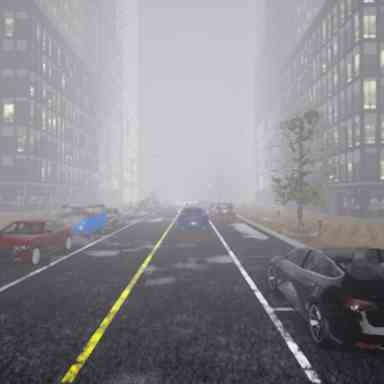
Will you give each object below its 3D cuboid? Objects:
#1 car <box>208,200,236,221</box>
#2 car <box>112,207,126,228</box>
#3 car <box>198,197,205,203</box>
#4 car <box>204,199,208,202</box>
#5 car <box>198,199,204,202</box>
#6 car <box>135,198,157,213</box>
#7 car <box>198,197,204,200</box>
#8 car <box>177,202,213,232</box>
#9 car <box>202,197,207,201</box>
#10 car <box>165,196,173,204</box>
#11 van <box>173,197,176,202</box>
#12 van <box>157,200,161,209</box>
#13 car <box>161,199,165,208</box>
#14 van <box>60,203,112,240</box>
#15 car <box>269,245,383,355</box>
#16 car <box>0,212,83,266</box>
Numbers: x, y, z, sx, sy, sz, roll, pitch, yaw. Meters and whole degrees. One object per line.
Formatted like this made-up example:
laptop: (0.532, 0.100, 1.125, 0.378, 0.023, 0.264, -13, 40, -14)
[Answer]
car: (2.670, 1.638, 28.924, 1.967, 1.590, 4.097, 0, 0, 0)
car: (-5.707, 1.742, 23.239, 1.802, 1.307, 4.206, 0, 0, 0)
car: (2.616, 2.149, 91.534, 2.008, 1.369, 4.403, 0, 0, 0)
car: (2.659, 1.855, 40.307, 1.802, 1.307, 4.206, 0, 0, 0)
car: (0.066, 1.867, 39.245, 1.895, 1.301, 4.718, 0, 0, 0)
car: (-5.721, 1.713, 40.315, 1.967, 1.590, 4.097, 0, 0, 0)
car: (2.631, 1.932, 74.459, 1.967, 1.590, 4.097, 0, 0, 0)
car: (0.082, 1.624, 21.134, 1.882, 1.535, 5.008, 0, 0, 0)
car: (2.654, 1.836, 46.170, 1.752, 1.417, 4.829, 0, 0, 0)
car: (-5.750, 2.016, 74.297, 1.752, 1.417, 4.829, 0, 0, 0)
van: (-5.759, 1.904, 85.853, 1.690, 1.788, 3.998, 0, 0, 0)
van: (-5.725, 1.651, 46.009, 1.690, 1.788, 3.998, 0, 0, 0)
car: (-5.731, 1.912, 51.700, 1.947, 1.339, 4.313, 0, 0, 0)
van: (-5.701, 1.463, 17.549, 1.690, 1.788, 3.998, 0, 0, 0)
car: (2.688, 1.610, 6.157, 1.947, 1.339, 4.313, 0, 0, 0)
car: (-5.697, 1.628, 11.855, 1.887, 1.381, 4.507, 0, 0, 0)
